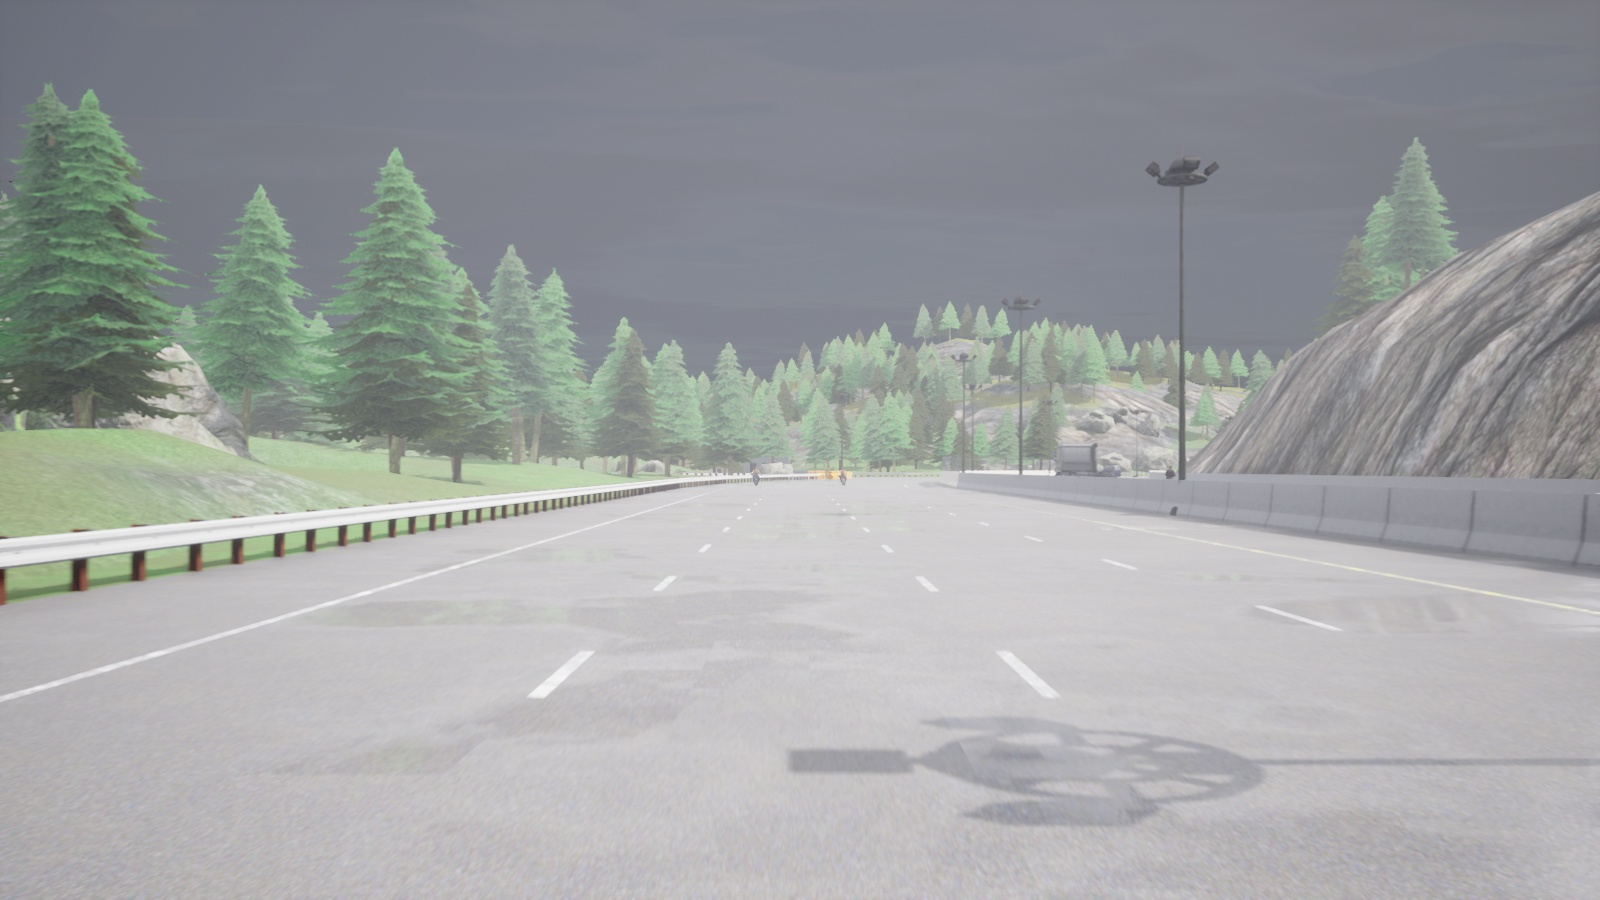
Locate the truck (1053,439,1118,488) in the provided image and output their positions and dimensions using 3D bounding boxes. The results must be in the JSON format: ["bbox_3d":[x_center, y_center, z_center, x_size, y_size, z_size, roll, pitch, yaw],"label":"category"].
[{"bbox_3d":[20.782,1.013,91.922,2.891,3.462,7.936,0,-1,0],"label":"truck"}]
